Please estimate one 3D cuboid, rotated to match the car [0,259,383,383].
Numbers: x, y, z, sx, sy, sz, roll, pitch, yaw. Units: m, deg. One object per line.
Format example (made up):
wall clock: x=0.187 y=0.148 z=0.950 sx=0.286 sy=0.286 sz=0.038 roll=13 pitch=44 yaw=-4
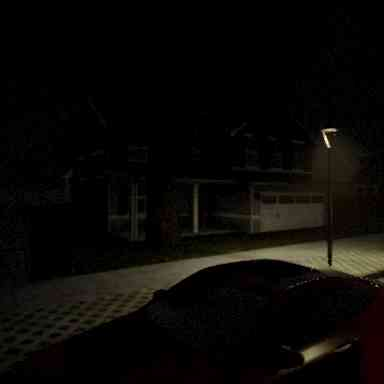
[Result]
car: x=0.591 y=1.521 z=3.429 sx=4.674 sy=1.442 sz=1.812 roll=0 pitch=0 yaw=-35
